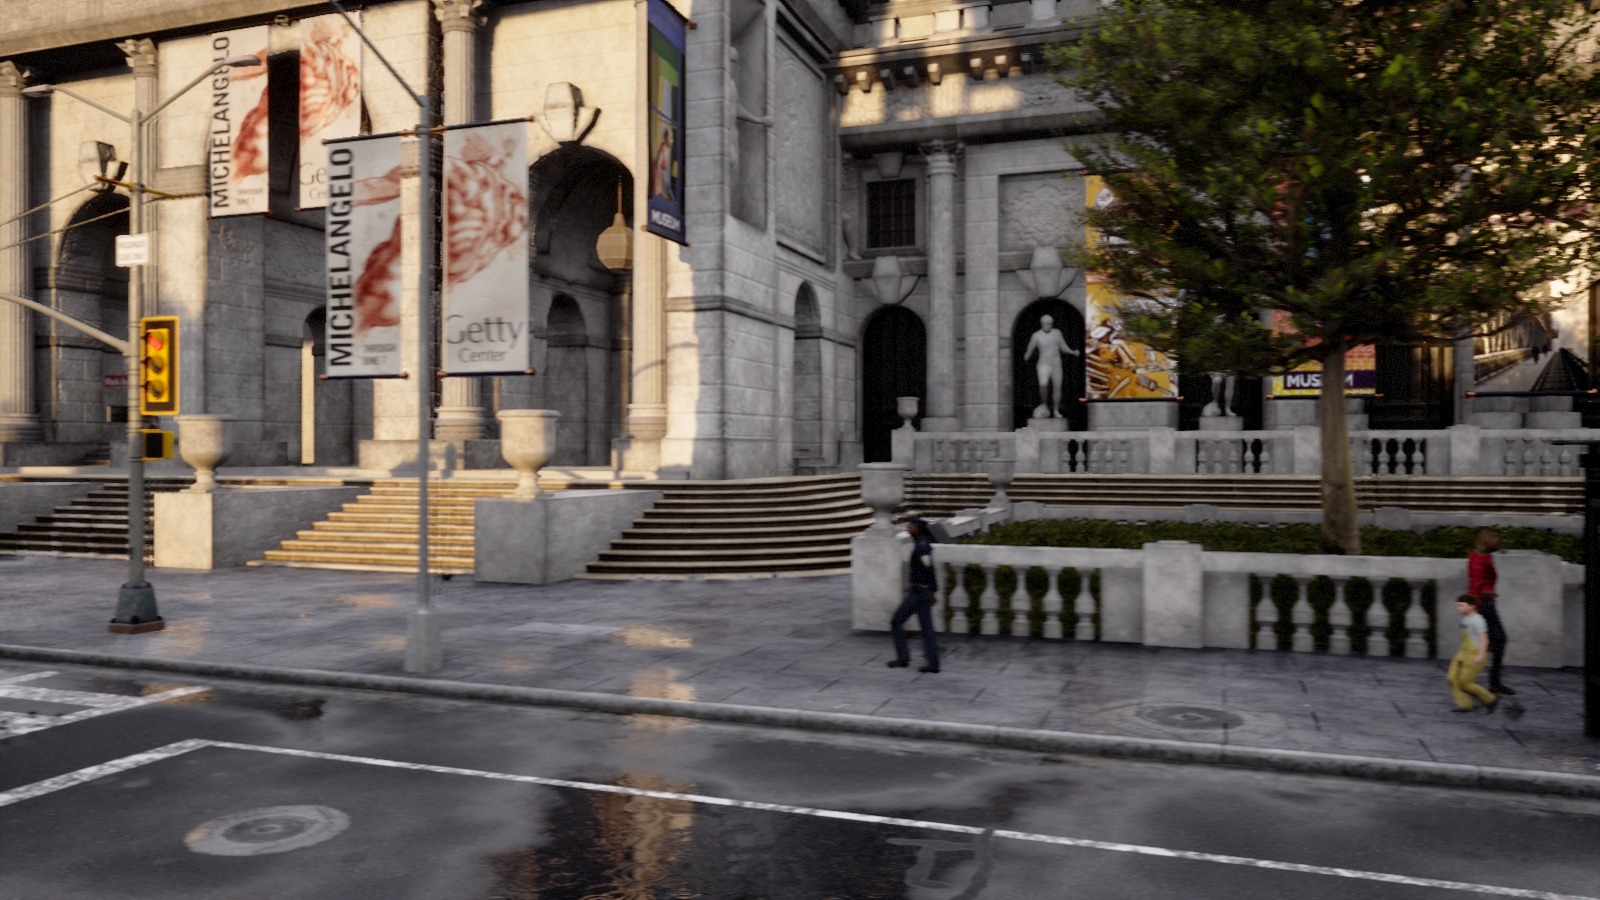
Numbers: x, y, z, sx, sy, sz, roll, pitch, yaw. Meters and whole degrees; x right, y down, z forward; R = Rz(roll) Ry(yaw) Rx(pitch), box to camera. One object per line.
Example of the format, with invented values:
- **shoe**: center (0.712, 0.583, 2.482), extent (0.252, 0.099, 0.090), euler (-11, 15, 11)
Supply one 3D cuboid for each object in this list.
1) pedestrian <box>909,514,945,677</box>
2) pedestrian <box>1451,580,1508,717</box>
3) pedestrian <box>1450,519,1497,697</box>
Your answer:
- **pedestrian**: center (1.492, 1.697, 13.419), extent (0.375, 1.860, 0.375), euler (0, 0, 14)
- **pedestrian**: center (6.810, 1.976, 11.454), extent (0.375, 1.300, 0.375), euler (0, 0, 7)
- **pedestrian**: center (7.305, 1.696, 12.398), extent (0.375, 1.860, 0.375), euler (0, 0, 20)
